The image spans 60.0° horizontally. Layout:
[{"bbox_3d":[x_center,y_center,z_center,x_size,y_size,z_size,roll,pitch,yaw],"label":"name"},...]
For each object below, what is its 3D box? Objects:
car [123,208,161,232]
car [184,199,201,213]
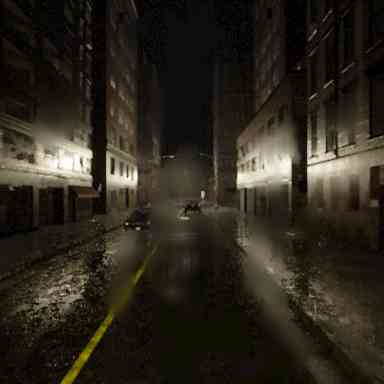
[{"bbox_3d":[-3.098,1.740,21.743,2.033,1.411,5.357,0,0,0],"label":"car"},{"bbox_3d":[0.093,1.725,42.740,2.097,1.767,4.553,0,0,0],"label":"car"}]
